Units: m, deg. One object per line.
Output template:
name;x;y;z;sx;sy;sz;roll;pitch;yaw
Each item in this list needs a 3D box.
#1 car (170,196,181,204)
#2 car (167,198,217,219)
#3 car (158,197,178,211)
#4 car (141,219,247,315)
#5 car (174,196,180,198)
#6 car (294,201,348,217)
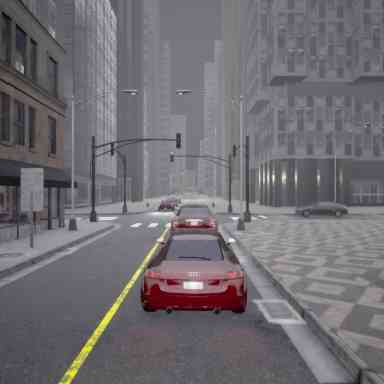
car;-3.058;1.575;63.599;1.812;1.442;4.674;0;0;0
car;0.150;1.356;16.307;2.097;1.767;4.553;0;0;2
car;-3.099;1.624;41.313;1.895;1.301;4.718;0;0;0
car;0.083;1.565;7.686;1.994;1.385;4.181;0;0;2
car;-3.095;1.582;51.834;2.033;1.411;5.357;0;0;0
car;11.740;1.544;30.358;4.674;1.442;1.812;0;0;1
